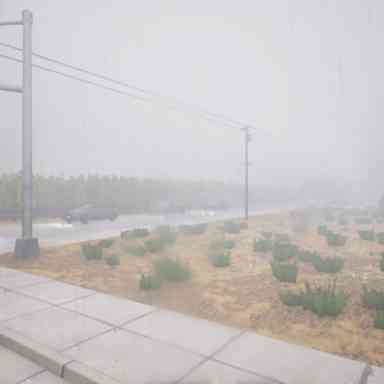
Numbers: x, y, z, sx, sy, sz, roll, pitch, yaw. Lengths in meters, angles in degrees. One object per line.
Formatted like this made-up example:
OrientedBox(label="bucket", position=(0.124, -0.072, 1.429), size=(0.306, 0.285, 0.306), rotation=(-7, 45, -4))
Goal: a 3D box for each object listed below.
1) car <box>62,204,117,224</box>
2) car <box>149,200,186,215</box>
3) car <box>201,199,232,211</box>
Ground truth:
OrientedBox(label="car", position=(-7.689, 1.601, 25.285), size=(1.994, 1.385, 4.181), rotation=(0, 0, 33))
OrientedBox(label="car", position=(-2.346, 1.563, 33.621), size=(1.812, 1.442, 4.674), rotation=(0, 0, 32))
OrientedBox(label="car", position=(3.265, 1.585, 42.413), size=(2.033, 1.411, 5.357), rotation=(0, 0, 33))
